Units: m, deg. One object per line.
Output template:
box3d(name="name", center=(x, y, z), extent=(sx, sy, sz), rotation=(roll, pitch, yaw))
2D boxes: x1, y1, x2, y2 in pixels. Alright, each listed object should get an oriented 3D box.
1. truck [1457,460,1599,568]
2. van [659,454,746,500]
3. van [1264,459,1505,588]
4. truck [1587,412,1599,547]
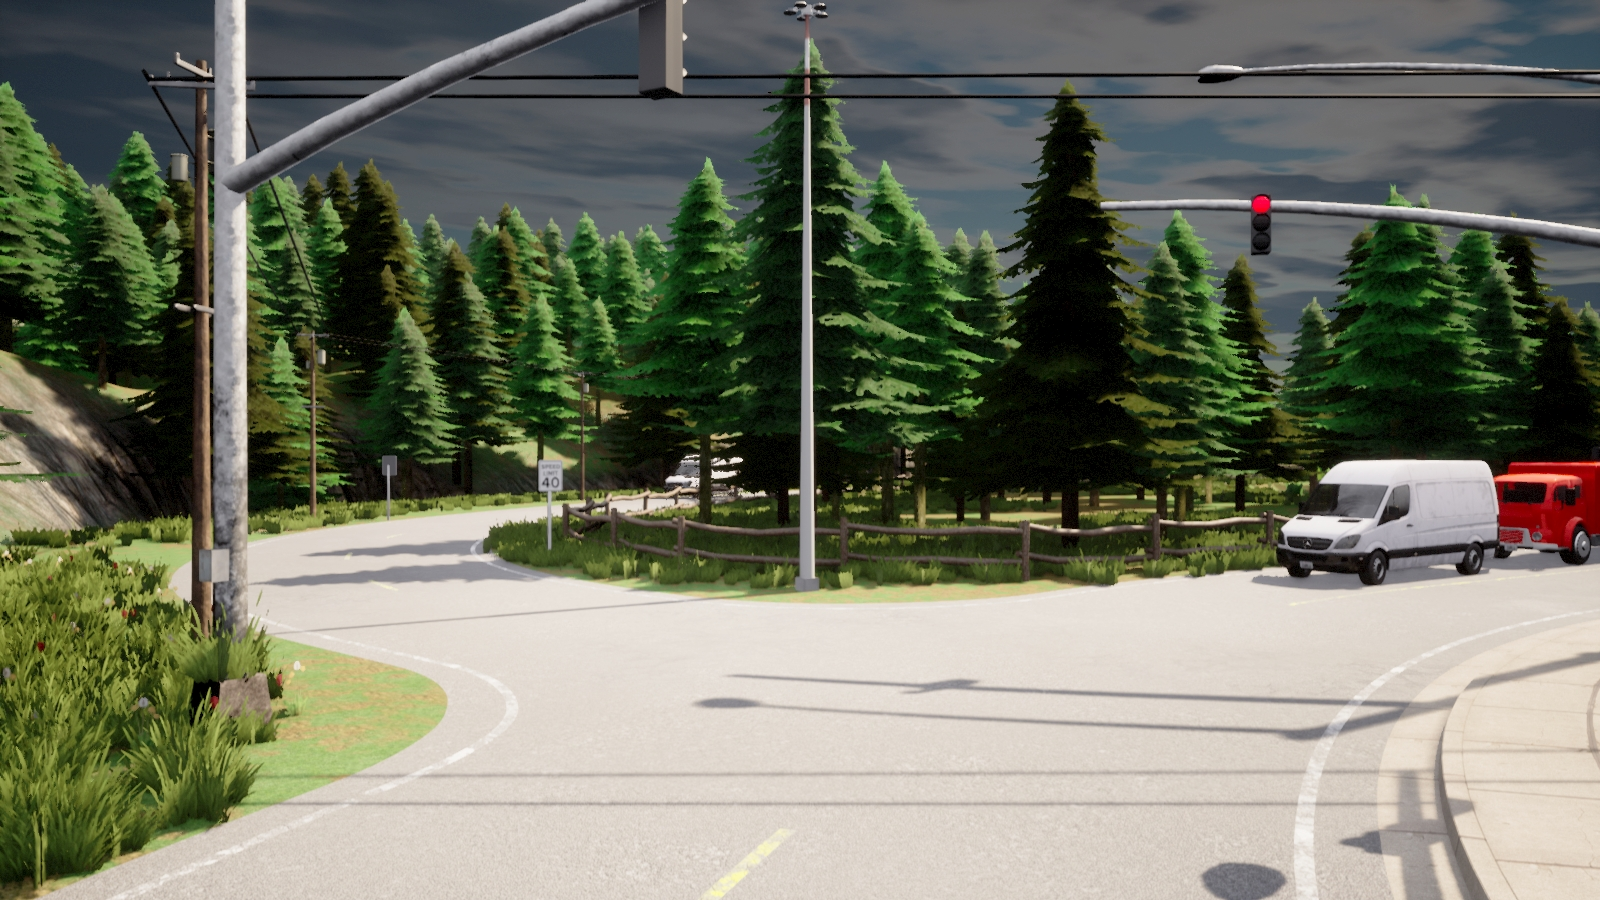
box3d(name="truck", center=(19.691, 1.521, 29.338), extent=(5.204, 2.467, 2.627), rotation=(0, 0, -30))
box3d(name="van", center=(-5.573, 1.500, 66.374), extent=(1.988, 2.561, 5.915), rotation=(0, 0, 30))
box3d(name="van", center=(13.063, 1.494, 25.389), extent=(5.915, 2.561, 1.988), rotation=(0, 0, -32))
box3d(name="truck", center=(26.892, 0.846, 33.527), extent=(8.468, 3.827, 2.891), rotation=(0, 0, -30))
